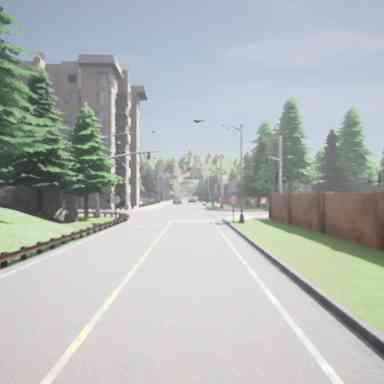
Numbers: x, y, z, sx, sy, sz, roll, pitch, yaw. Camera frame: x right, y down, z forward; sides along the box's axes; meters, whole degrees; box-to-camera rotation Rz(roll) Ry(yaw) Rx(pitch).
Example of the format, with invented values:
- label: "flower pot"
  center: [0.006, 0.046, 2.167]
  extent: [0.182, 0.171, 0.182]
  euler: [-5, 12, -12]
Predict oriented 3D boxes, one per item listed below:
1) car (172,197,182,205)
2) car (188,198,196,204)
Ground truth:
- label: "car"
  center: [-3.488, 2.076, 77.894]
  extent: [2.097, 1.767, 4.553]
  euler: [0, -1, 0]
- label: "car"
  center: [0.012, 2.103, 80.843]
  extent: [2.033, 1.411, 5.357]
  euler: [0, -1, 0]
